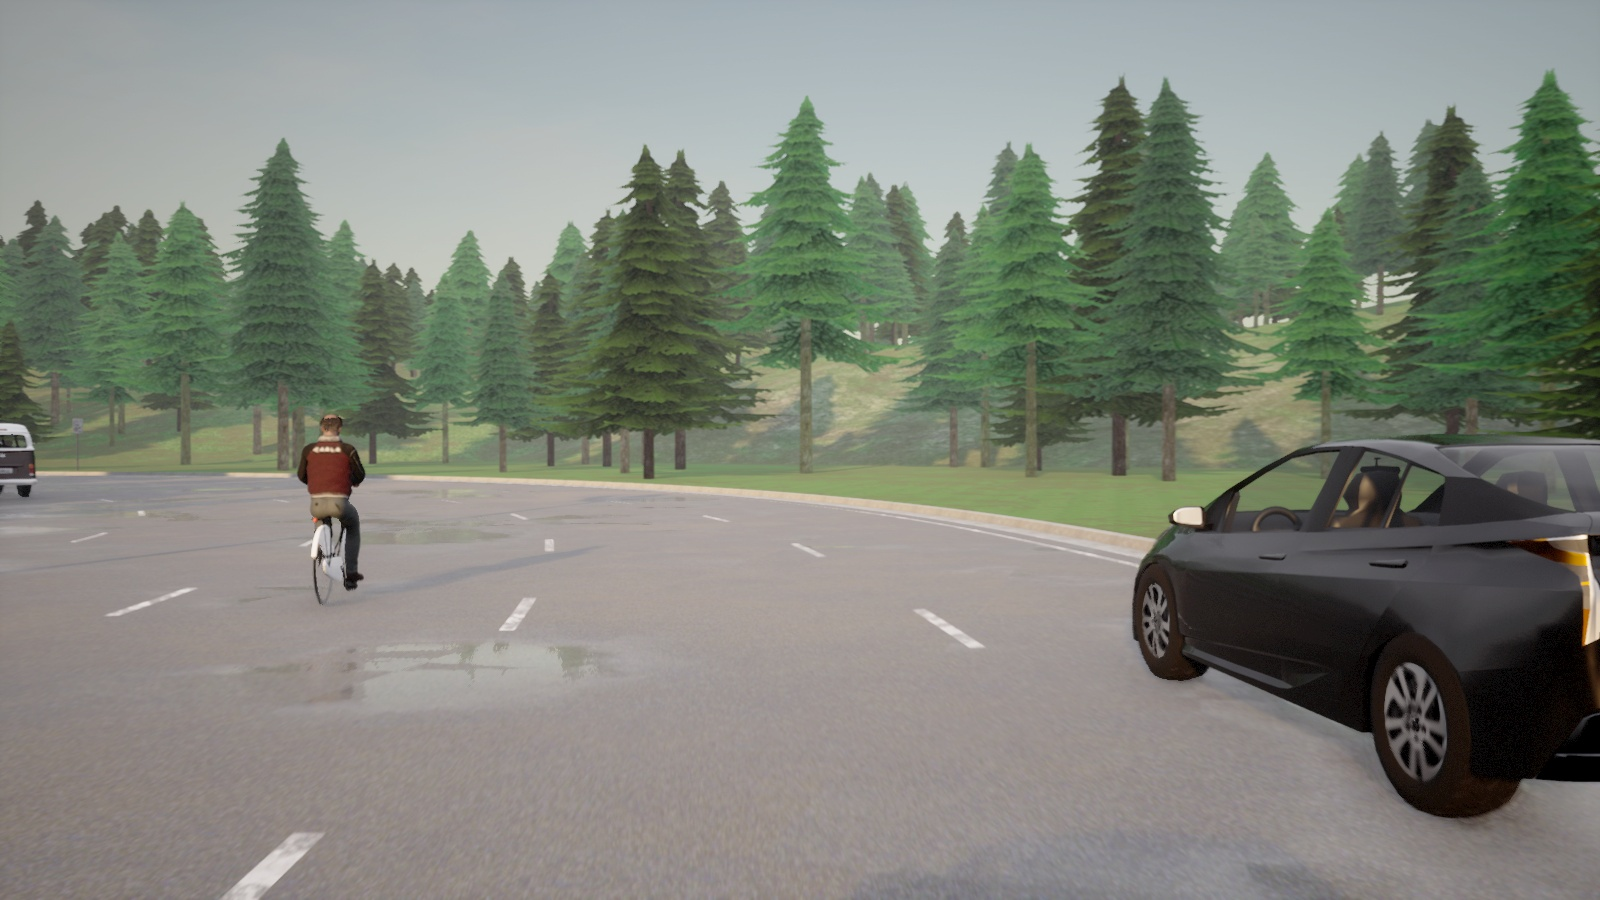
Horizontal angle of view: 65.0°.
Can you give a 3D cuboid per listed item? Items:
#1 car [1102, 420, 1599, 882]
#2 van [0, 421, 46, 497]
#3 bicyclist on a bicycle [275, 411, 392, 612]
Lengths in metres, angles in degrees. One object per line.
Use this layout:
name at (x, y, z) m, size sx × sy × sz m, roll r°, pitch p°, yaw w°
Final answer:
car at (3.231, 0.648, 6.455) m, size 2.007 × 1.525 × 4.514 m, roll 0°, pitch 0°, yaw -4°
van at (-22.963, 0.233, 35.089) m, size 4.480 × 2.038 × 2.069 m, roll 0°, pitch 0°, yaw 42°
bicyclist on a bicycle at (-4.424, 0.535, 12.032) m, size 0.659 × 1.776 × 1.843 m, roll 0°, pitch 1°, yaw -8°
